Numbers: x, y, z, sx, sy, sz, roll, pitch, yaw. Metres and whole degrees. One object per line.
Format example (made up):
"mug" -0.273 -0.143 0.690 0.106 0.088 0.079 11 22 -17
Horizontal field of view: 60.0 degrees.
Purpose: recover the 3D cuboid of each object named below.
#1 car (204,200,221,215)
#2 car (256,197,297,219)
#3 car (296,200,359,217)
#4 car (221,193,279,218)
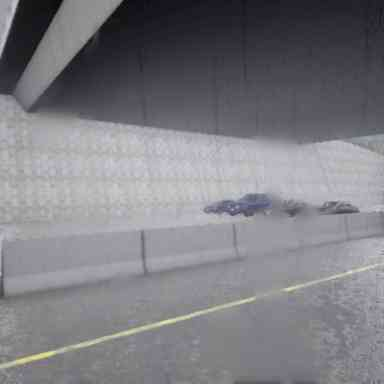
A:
"car" 3.296 1.432 32.140 4.674 1.442 1.812 0 0 -35
"car" 7.833 1.395 26.778 4.902 1.511 2.128 0 0 -35
"car" 10.198 1.393 24.167 4.902 1.511 2.128 0 0 -35
"car" 5.634 1.126 29.511 5.566 2.045 2.150 0 0 -36
